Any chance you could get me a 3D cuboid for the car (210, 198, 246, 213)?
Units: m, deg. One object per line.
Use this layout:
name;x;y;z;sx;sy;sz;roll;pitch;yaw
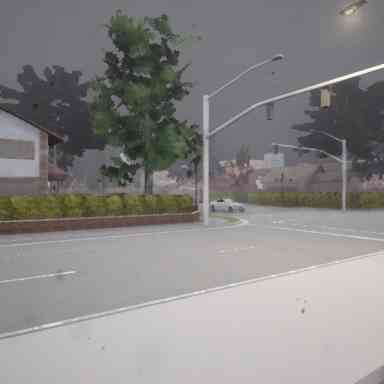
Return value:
car;3.796;1.435;36.353;1.812;1.442;4.674;0;0;-36
